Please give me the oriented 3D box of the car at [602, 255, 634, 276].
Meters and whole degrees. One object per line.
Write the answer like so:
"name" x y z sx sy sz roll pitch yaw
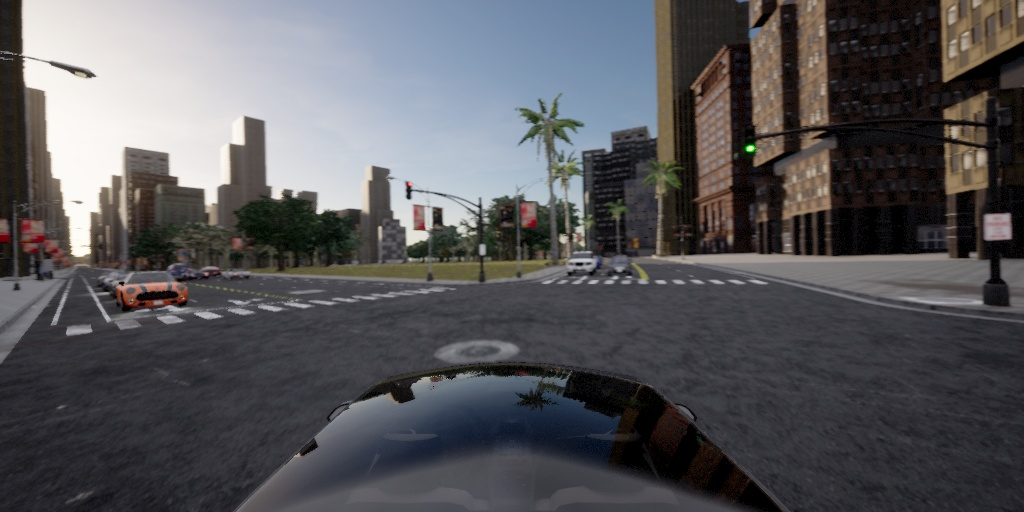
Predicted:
"car" 8.956 0.812 29.707 2.128 1.511 4.902 -2 0 18

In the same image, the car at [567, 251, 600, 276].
"car" 6.314 0.601 32.083 2.150 2.045 5.566 -2 0 17

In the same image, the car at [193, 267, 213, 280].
"car" -37.816 2.271 42.796 4.718 1.301 1.895 -1 0 40

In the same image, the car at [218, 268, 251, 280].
"car" -33.437 2.157 43.400 4.718 1.301 1.895 -1 0 39

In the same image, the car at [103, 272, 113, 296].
"car" -24.364 1.832 23.022 4.902 1.511 2.128 -1 0 40

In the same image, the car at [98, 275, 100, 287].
"car" -39.477 2.284 35.526 4.181 1.385 1.994 -1 0 40

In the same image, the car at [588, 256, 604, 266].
"car" 11.979 0.655 50.894 1.895 1.301 4.718 -2 1 16

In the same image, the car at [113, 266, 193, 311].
"car" -17.255 1.515 17.157 4.553 1.767 2.097 -1 0 39

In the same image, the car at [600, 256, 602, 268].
"car" 9.216 0.695 41.369 1.882 1.535 5.008 -2 1 16

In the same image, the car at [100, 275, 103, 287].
"car" -31.856 2.054 29.198 4.674 1.442 1.812 -1 0 40
